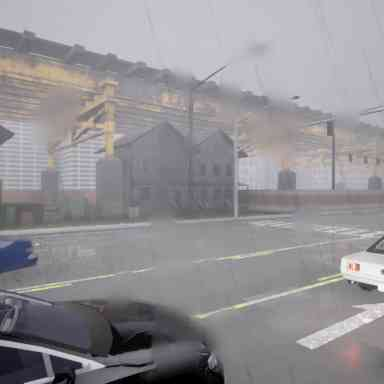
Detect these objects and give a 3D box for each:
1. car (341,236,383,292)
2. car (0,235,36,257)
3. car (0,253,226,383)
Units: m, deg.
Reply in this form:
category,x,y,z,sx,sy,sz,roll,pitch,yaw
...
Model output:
category,x,y,z,sx,sy,sz,roll,pitch,yaw
car,5.602,1.601,7.759,4.718,1.301,1.895,0,0,-35
car,-6.611,1.547,7.877,5.357,1.411,2.033,0,0,-35
car,-1.918,1.492,2.378,4.902,1.511,2.128,0,0,-35
